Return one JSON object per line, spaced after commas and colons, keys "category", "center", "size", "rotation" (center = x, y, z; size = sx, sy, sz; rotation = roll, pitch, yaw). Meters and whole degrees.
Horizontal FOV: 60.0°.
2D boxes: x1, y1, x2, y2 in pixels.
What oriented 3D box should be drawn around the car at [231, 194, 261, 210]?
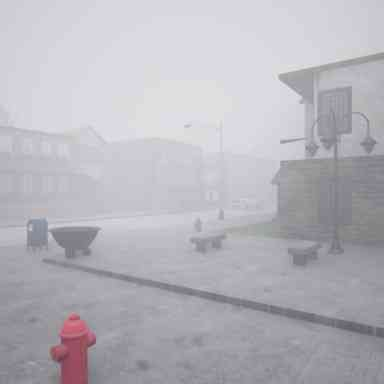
{"category": "car", "center": [7.242, 1.223, 44.152], "size": [2.150, 2.045, 5.566], "rotation": [0, 0, 36]}
